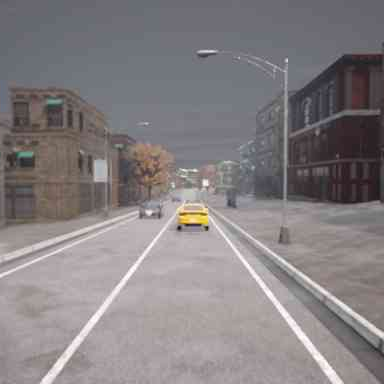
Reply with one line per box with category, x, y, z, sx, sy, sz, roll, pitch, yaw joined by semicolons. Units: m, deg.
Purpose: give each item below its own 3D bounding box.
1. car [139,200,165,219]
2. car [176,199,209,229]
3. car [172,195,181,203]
car;-3.444;1.508;29.141;2.128;1.511;4.902;0;0;0
car;0.059;1.481;21.624;1.882;1.535;5.008;0;0;0
car;-3.179;1.386;69.817;1.882;1.535;5.008;0;1;0
